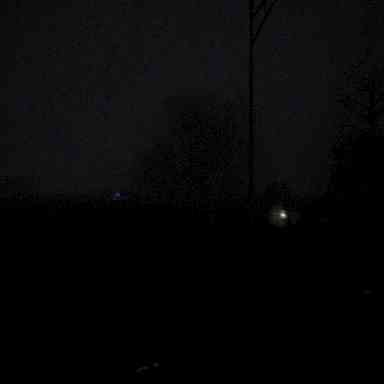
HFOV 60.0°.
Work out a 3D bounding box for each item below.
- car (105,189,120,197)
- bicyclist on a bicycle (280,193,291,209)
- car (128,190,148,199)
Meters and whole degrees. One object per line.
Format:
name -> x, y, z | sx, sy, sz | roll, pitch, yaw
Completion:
car -> -15.057, 0.212, 63.571 | 1.812, 1.442, 4.674 | -1, 2, -35
bicyclist on a bicycle -> 9.606, 0.950, 34.184 | 1.656, 1.620, 0.582 | 0, 1, -35
car -> -9.024, 0.403, 55.106 | 2.128, 1.511, 4.902 | -1, 2, -35
